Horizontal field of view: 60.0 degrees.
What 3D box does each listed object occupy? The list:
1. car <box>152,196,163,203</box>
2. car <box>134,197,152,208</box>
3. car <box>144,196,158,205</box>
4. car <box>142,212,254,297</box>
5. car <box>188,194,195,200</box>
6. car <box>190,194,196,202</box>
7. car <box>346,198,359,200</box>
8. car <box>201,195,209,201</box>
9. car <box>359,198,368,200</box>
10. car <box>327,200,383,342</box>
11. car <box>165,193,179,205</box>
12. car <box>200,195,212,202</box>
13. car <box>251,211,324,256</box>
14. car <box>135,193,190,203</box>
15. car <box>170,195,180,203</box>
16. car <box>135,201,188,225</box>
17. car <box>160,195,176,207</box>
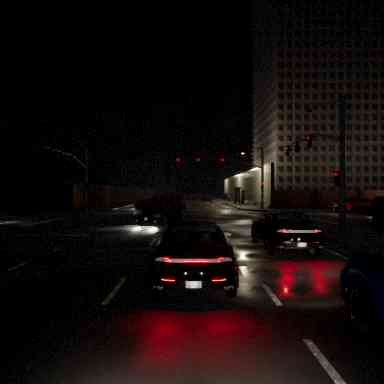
[{"bbox_3d":[-7.087,1.601,68.806,1.895,1.301,4.718,0,0,0],"label":"car"},{"bbox_3d":[-7.153,1.478,49.321,1.882,1.535,5.008,0,0,0],"label":"car"},{"bbox_3d":[-7.153,1.478,58.643,1.882,1.535,5.008,0,0,0],"label":"car"},{"bbox_3d":[0.046,1.492,8.547,2.128,1.511,4.902,0,0,0],"label":"car"},{"bbox_3d":[-0.111,1.328,89.071,1.837,1.490,4.892,0,0,0],"label":"car"},{"bbox_3d":[-0.099,1.347,78.818,2.097,1.767,4.553,0,0,0],"label":"car"},{"bbox_3d":[16.995,1.408,35.809,4.553,1.767,2.097,0,0,0],"label":"car"},{"bbox_3d":[3.388,1.500,89.170,1.837,1.490,4.892,0,0,0],"label":"car"},{"bbox_3d":[19.373,1.533,32.317,5.008,1.535,1.882,0,0,0],"label":"car"},{"bbox_3d":[3.596,1.221,3.319,2.150,2.045,5.566,0,0,0],"label":"car"},{"bbox_3d":[-3.638,1.221,61.025,2.150,2.045,5.566,0,0,0],"label":"car"},{"bbox_3d":[3.406,1.524,75.542,1.812,1.442,4.674,0,0,0],"label":"car"},{"bbox_3d":[3.565,1.492,13.165,2.128,1.511,4.902,0,0,0],"label":"car"},{"bbox_3d":[-3.311,1.245,35.741,5.566,2.045,2.150,0,0,0],"label":"car"},{"bbox_3d":[-3.589,1.478,71.173,1.882,1.535,5.008,0,0,0],"label":"car"},{"bbox_3d":[-2.180,1.595,23.716,1.994,1.385,4.181,0,0,26],"label":"car"},{"bbox_3d":[-3.650,1.352,51.436,2.097,1.767,4.553,0,0,0],"label":"car"}]
